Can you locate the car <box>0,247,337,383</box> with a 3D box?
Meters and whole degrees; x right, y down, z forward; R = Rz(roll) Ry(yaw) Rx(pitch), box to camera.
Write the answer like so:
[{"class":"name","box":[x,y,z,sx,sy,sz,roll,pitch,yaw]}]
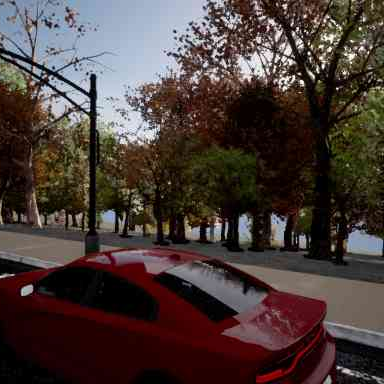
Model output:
[{"class":"car","box":[-0.866,1.477,4.293,5.008,1.535,1.882,0,0,35]}]
